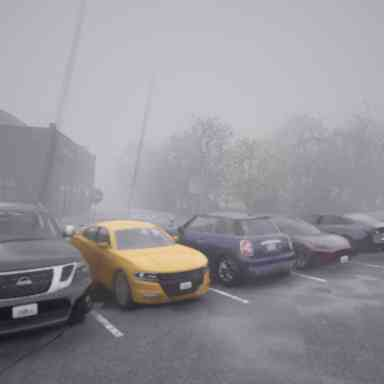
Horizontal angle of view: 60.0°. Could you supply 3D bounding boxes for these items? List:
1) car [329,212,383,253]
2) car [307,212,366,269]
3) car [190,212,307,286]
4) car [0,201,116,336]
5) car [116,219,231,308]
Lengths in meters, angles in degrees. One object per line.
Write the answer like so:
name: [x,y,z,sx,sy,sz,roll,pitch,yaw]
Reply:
car: [5.238,1.523,13.178,2.163,1.488,4.792,0,0,-35]
car: [3.001,1.527,11.520,2.163,1.488,4.792,0,0,-35]
car: [0.729,1.376,9.907,2.185,1.767,4.553,0,0,-35]
car: [-3.818,1.233,6.688,2.435,2.045,5.566,0,0,-35]
car: [-1.560,1.497,8.330,2.097,1.535,5.008,0,0,-35]
